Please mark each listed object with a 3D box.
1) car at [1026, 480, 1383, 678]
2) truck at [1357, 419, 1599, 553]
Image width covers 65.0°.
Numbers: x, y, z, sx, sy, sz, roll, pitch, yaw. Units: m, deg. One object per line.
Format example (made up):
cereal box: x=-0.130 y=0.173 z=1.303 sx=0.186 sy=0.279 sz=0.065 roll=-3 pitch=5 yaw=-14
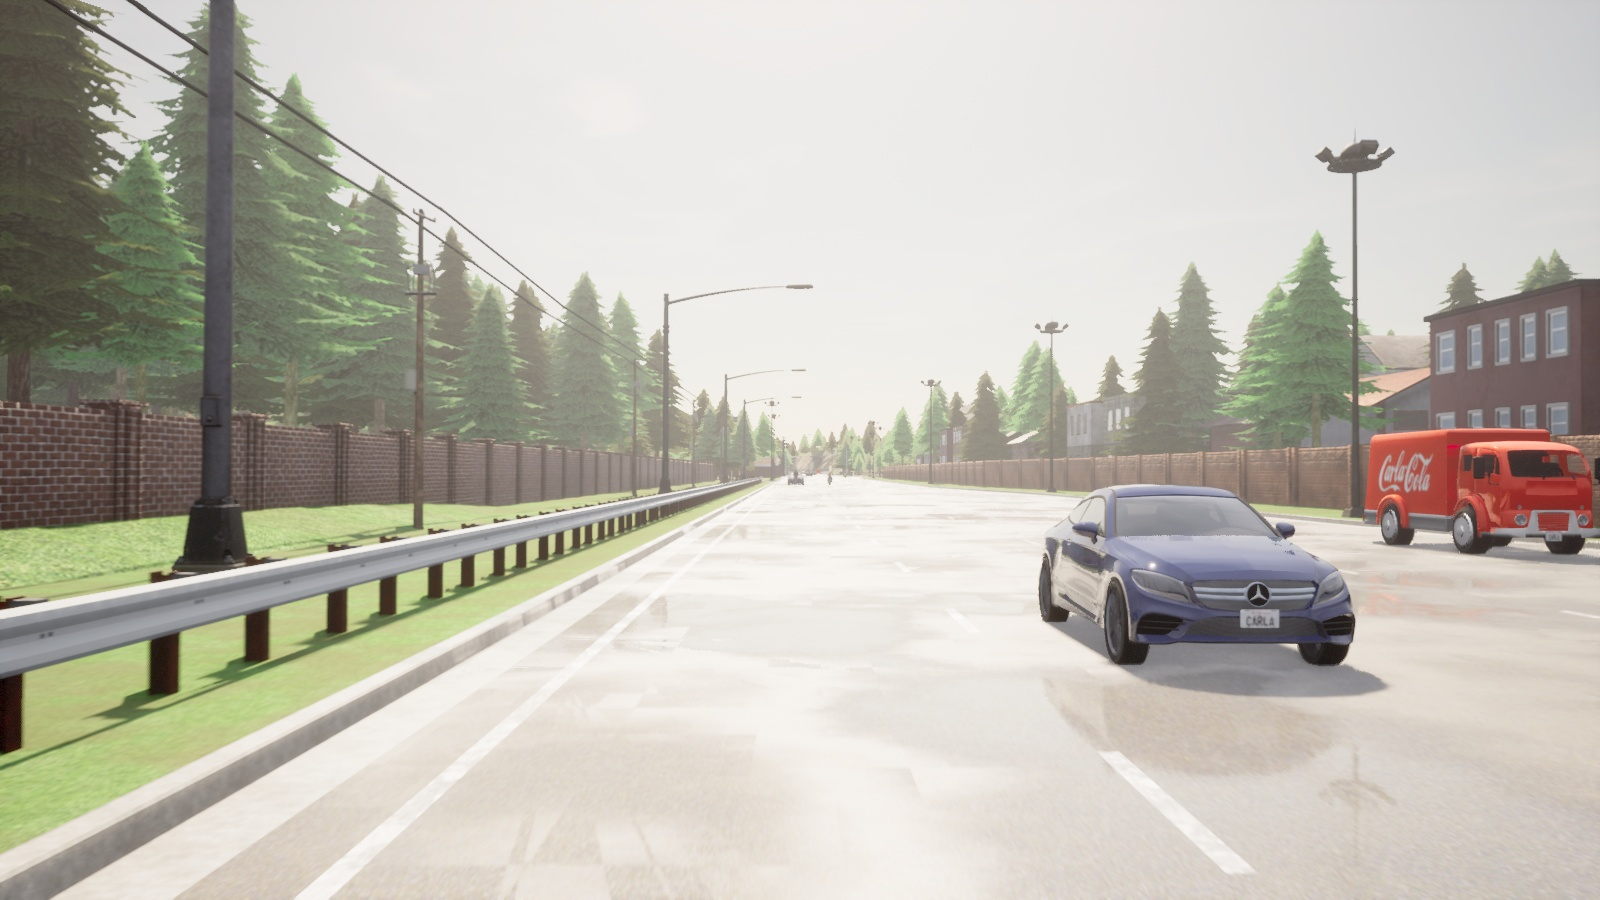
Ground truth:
car: x=3.464 y=1.024 z=11.784 sx=1.812 sy=1.442 sz=4.674 roll=0 pitch=-1 yaw=0
truck: x=13.920 y=0.704 z=25.797 sx=2.627 sy=2.467 sz=5.204 roll=0 pitch=-1 yaw=0
